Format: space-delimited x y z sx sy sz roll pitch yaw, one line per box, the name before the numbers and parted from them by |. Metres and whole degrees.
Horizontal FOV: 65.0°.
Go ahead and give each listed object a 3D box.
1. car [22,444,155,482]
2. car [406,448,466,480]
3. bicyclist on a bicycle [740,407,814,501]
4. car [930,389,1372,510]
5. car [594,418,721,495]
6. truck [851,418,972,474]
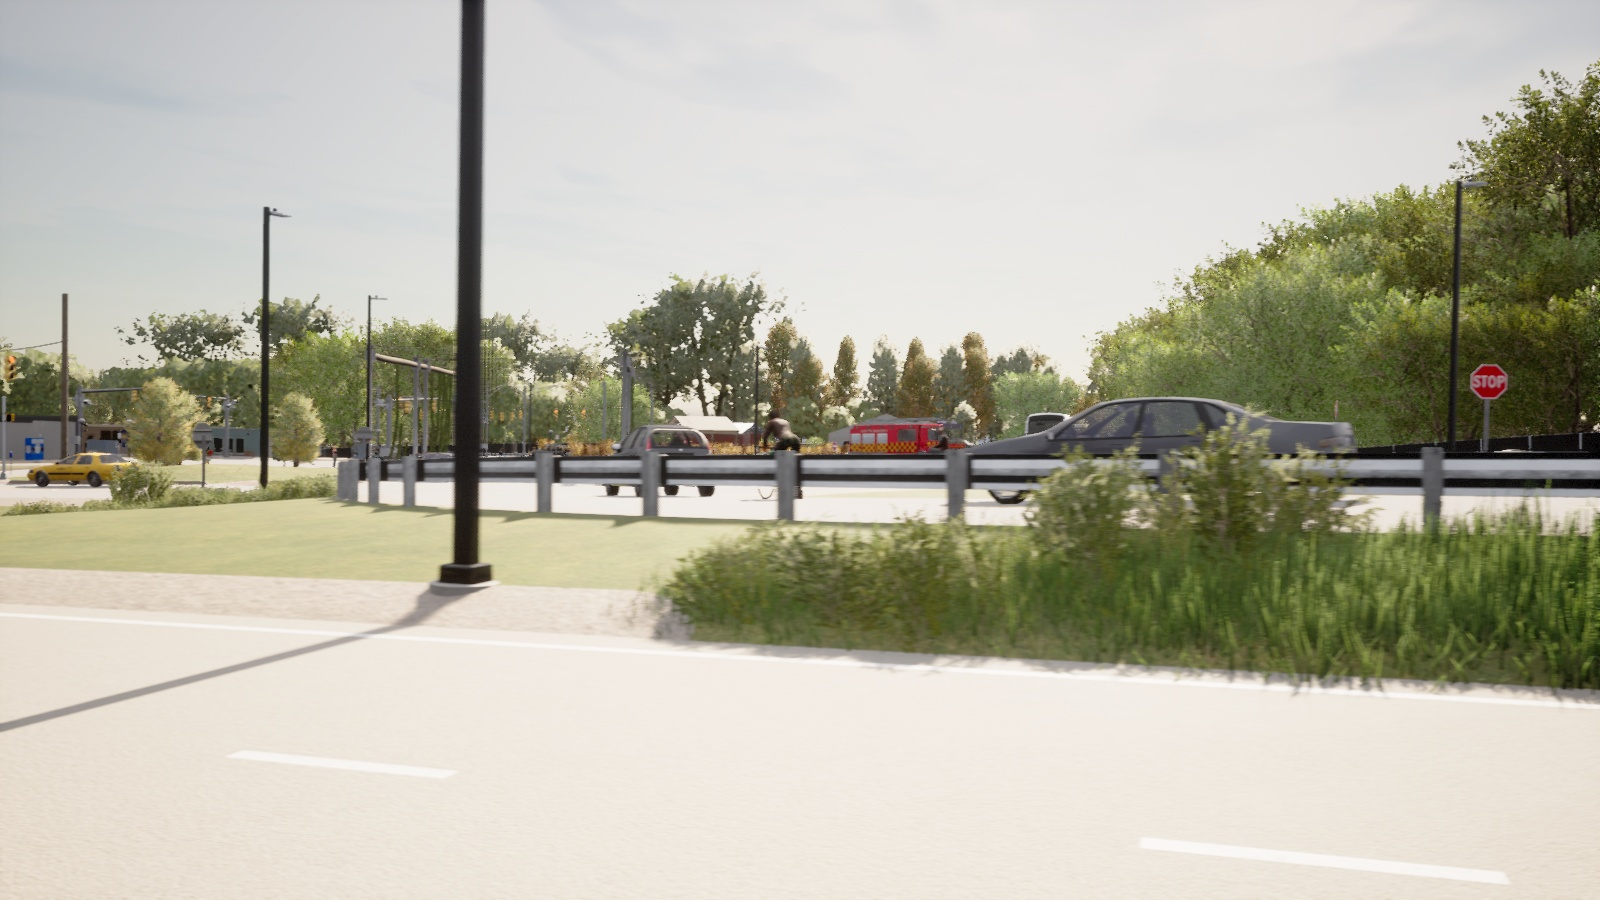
car | -30.551 0.535 53.954 5.366 1.575 1.801 0 1 18
car | -18.471 0.703 63.993 2.128 1.511 4.902 1 -1 -7
bicyclist on a bicycle | -0.432 0.094 22.572 0.582 1.620 1.656 1 -2 -31
car | 4.624 0.044 16.914 5.357 1.411 2.033 -1 -1 32
car | -3.328 0.187 28.693 1.851 1.617 3.988 1 -2 -22
truck | 7.875 -0.298 89.620 8.468 3.827 2.891 0 0 40
